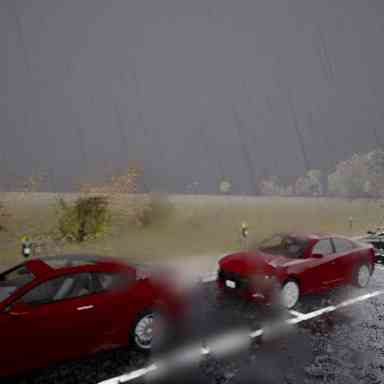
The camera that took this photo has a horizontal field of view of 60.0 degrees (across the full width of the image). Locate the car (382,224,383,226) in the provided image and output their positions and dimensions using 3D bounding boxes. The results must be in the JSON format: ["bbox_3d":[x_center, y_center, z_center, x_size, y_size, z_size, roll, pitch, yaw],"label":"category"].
[{"bbox_3d":[7.211,1.691,11.241,4.403,1.369,2.008,1,0,-36],"label":"car"}]

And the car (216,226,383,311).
[{"bbox_3d":[2.611,1.621,7.955,4.507,1.381,1.887,1,0,-36],"label":"car"}]

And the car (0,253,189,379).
[{"bbox_3d":[-1.990,1.594,4.670,4.206,1.307,1.802,1,0,-36],"label":"car"}]
